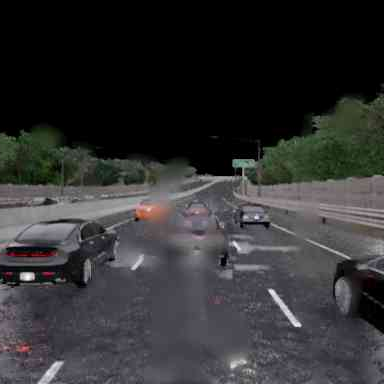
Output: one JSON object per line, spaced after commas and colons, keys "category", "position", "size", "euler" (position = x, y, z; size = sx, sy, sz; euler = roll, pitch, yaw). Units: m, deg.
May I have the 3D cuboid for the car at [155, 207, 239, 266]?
{"category": "car", "position": [0.163, 1.471, 11.451], "size": [2.128, 1.511, 4.902], "euler": [0, 0, 1]}

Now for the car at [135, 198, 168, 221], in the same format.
{"category": "car", "position": [-3.082, 1.316, 26.370], "size": [2.097, 1.767, 4.553], "euler": [0, 0, 1]}

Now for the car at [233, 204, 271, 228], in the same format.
{"category": "car", "position": [3.799, 1.521, 21.817], "size": [2.033, 1.411, 5.357], "euler": [0, 0, 1]}

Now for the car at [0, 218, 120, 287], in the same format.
{"category": "car", "position": [-3.365, 1.486, 9.285], "size": [1.837, 1.490, 4.892], "euler": [0, 0, 1]}

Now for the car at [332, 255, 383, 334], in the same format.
{"category": "car", "position": [3.570, 1.483, 4.453], "size": [2.128, 1.511, 4.902], "euler": [0, 0, 1]}

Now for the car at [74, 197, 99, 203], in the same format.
{"category": "car", "position": [-13.240, 1.538, 43.445], "size": [1.895, 1.301, 4.718], "euler": [0, 0, 2]}

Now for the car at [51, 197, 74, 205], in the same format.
{"category": "car", "position": [-16.666, 1.426, 45.136], "size": [2.128, 1.511, 4.902], "euler": [0, 0, 3]}

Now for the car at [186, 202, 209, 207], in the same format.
{"category": "car", "position": [0.438, 1.530, 27.074], "size": [1.994, 1.385, 4.181], "euler": [0, 0, 2]}

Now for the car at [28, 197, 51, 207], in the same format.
{"category": "car", "position": [-20.184, 1.455, 44.730], "size": [1.812, 1.442, 4.674], "euler": [0, 0, 2]}
